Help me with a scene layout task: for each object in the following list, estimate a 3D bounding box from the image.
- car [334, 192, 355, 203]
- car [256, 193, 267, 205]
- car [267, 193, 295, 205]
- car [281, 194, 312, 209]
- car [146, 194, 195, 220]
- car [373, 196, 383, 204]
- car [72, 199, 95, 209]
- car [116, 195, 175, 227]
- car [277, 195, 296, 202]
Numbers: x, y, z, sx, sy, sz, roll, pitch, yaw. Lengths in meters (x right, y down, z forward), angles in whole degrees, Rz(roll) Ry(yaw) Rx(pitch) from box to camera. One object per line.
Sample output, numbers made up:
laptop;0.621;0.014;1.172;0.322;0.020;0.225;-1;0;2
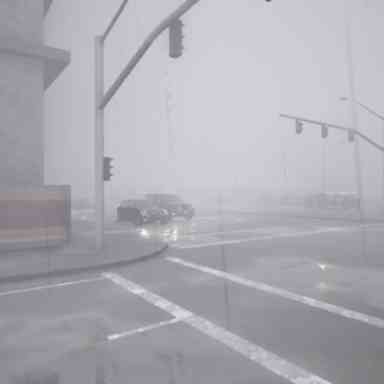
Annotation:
car;36.186;1.122;78.890;3.866;1.878;1.905;0;0;-35
car;12.812;1.134;55.518;4.605;1.855;1.932;0;0;-35
car;14.404;1.344;53.357;3.905;1.438;1.784;0;0;-35
car;16.076;1.376;50.993;3.806;1.475;1.970;0;0;-35
car;-2.076;1.160;26.737;2.150;2.045;5.566;0;0;-36
car;31.735;1.370;55.011;3.806;1.475;1.970;0;0;-35
car;-14.017;1.538;43.392;1.895;1.301;4.718;0;0;-35
car;-3.432;1.293;22.636;2.097;1.767;4.553;0;0;-36
car;20.277;1.338;71.152;3.905;1.438;1.784;0;0;-35
